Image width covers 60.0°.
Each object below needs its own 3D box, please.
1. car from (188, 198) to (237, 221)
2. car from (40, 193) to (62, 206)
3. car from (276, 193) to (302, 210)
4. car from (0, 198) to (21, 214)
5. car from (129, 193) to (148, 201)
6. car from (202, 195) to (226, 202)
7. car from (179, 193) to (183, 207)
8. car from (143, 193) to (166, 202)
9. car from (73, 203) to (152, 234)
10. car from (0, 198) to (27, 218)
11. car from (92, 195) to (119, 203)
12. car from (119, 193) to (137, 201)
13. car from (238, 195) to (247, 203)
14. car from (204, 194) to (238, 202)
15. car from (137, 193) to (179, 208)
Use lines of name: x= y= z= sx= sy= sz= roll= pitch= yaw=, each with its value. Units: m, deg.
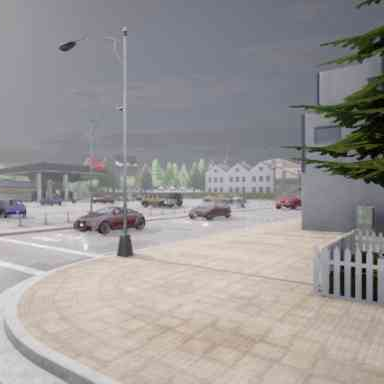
car: x=1.613 y=1.509 z=27.623 sx=1.812 sy=1.442 sz=4.674 roll=0 pitch=0 yaw=36
car: x=-21.523 y=1.316 z=50.592 sx=3.633 sy=1.501 sz=1.845 roll=0 pitch=0 yaw=36
car: x=12.719 y=1.207 z=42.870 sx=2.150 sy=2.045 sz=5.566 roll=0 pitch=0 yaw=36
car: x=-19.674 y=1.381 z=34.430 sx=3.806 sy=1.475 sz=1.970 roll=0 pitch=0 yaw=36
car: x=-12.161 y=1.073 z=75.599 sx=3.866 sy=1.878 sz=1.905 roll=0 pitch=0 yaw=36
car: x=4.454 y=1.295 z=68.052 sx=4.514 sy=1.523 sz=2.007 roll=0 pitch=0 yaw=36
car: x=-3.018 y=1.075 z=45.210 sx=3.866 sy=1.878 sz=1.905 roll=0 pitch=0 yaw=36
car: x=-7.725 y=1.094 z=68.316 sx=4.605 sy=1.855 sz=1.932 roll=0 pitch=0 yaw=36
car: x=-4.611 y=1.548 z=19.061 sx=1.994 sy=1.385 sz=4.181 roll=0 pitch=0 yaw=36
car: x=-15.420 y=1.372 z=27.659 sx=3.633 sy=1.501 sz=1.845 roll=0 pitch=0 yaw=36
car: x=-15.619 y=1.294 z=58.654 sx=4.514 sy=1.523 sz=2.007 roll=0 pitch=0 yaw=36
car: x=-14.609 y=1.357 z=73.267 sx=3.806 sy=1.475 sz=1.970 roll=0 pitch=0 yaw=36
car: x=8.007 y=1.230 z=60.947 sx=3.806 sy=1.475 sz=1.970 roll=0 pitch=0 yaw=36
car: x=4.499 y=1.152 z=55.564 sx=5.027 sy=1.636 sz=2.152 roll=0 pitch=0 yaw=36
car: x=-4.391 y=1.095 z=42.617 sx=4.605 sy=1.855 sz=1.932 roll=0 pitch=0 yaw=36
